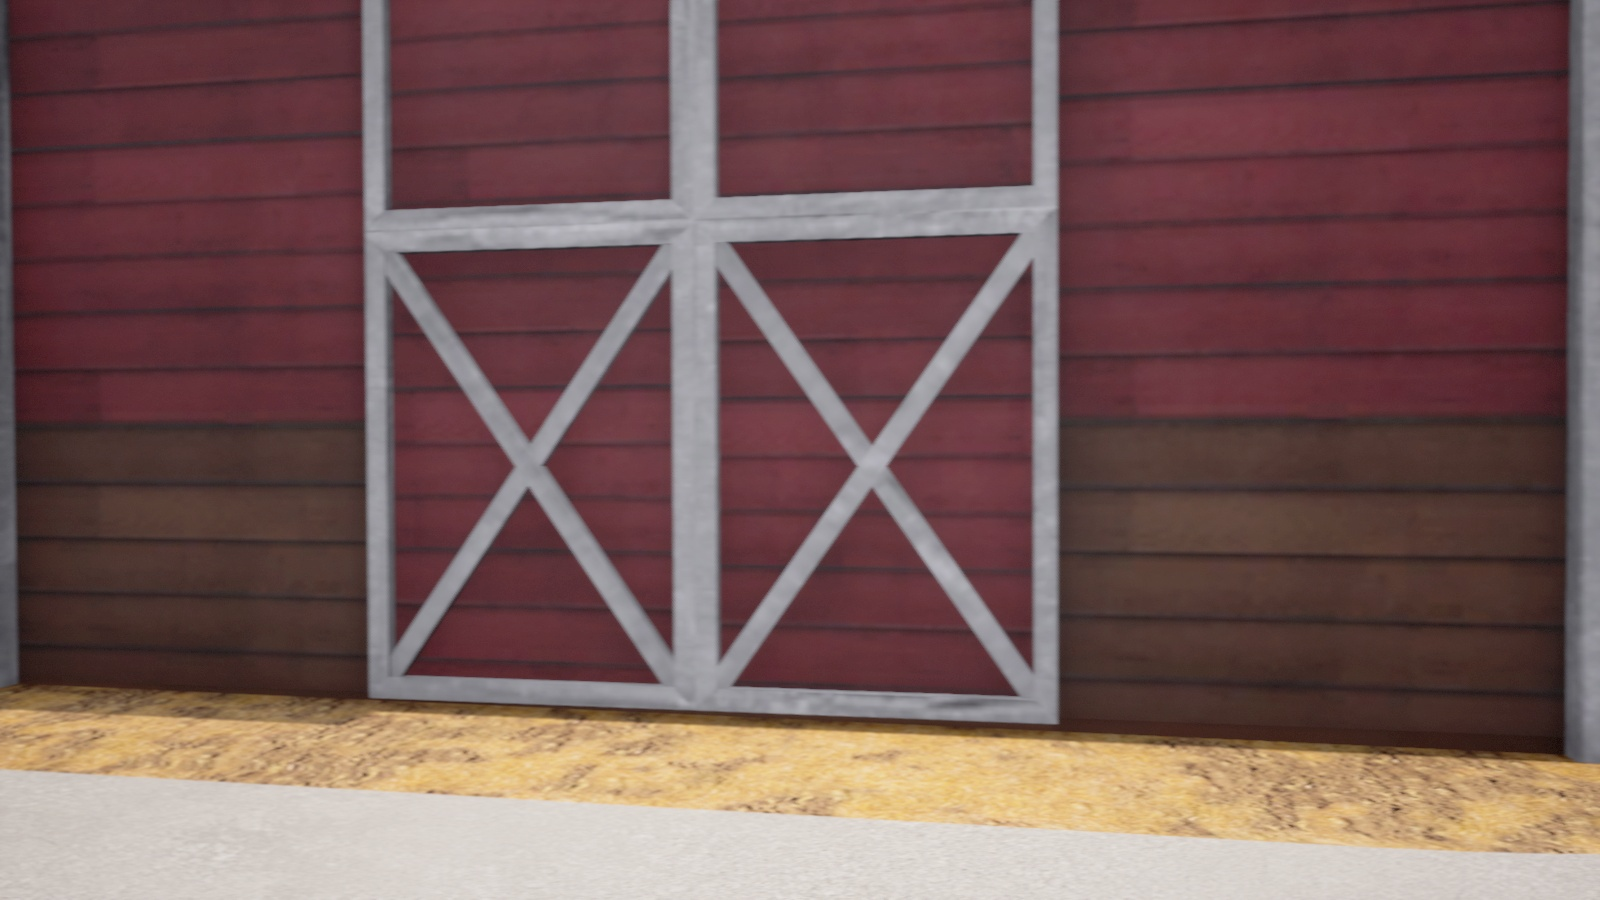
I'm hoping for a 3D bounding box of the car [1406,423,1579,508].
[{"bbox_3d":[14.876,0.258,27.288,2.242,1.667,4.611,0,1,15],"label":"car"}]
